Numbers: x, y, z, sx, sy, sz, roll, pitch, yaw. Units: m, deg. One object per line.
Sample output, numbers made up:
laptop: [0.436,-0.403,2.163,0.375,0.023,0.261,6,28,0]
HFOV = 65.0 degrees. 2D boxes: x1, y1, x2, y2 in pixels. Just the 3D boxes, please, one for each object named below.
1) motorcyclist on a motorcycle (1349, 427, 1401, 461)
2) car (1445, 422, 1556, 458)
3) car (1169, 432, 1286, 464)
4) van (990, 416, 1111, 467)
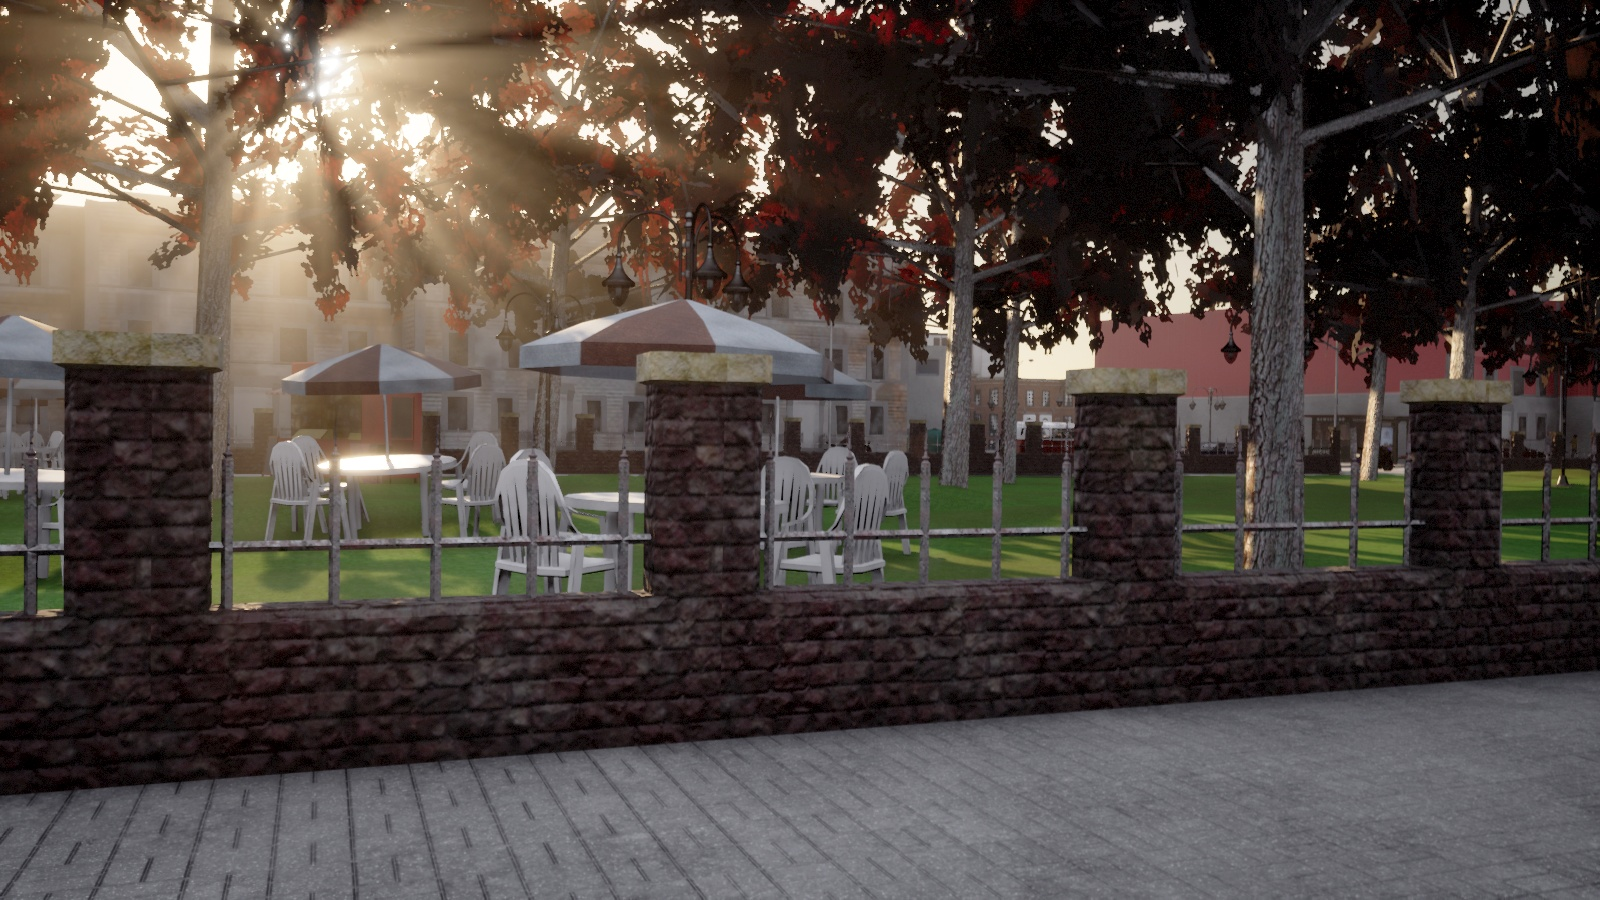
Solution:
motorcyclist on a motorcycle: [26.586,-0.298,58.050,2.191,1.530,0.866,-1,1,-21]
car: [33.941,-0.511,60.845,4.856,1.649,2.033,-1,1,-21]
car: [18.736,-0.118,55.068,4.718,1.301,1.895,-1,1,-21]
van: [10.347,-0.372,51.870,4.480,2.038,2.069,-1,1,-21]
